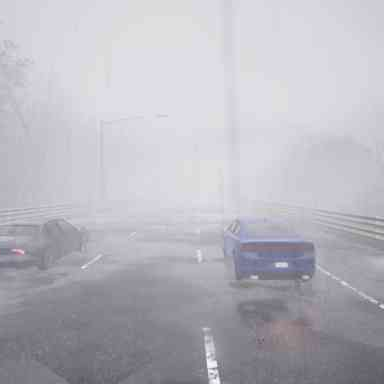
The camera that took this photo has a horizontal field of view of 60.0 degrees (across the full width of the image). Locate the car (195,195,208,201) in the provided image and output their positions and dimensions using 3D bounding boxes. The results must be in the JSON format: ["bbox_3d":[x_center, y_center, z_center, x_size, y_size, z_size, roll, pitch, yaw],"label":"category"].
[{"bbox_3d":[2.397,1.676,85.897,1.895,1.301,4.718,0,0,6],"label":"car"}]

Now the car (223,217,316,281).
[{"bbox_3d":[2.014,1.480,9.904,1.882,1.535,5.008,0,0,0],"label":"car"}]

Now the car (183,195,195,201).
[{"bbox_3d":[-1.132,1.621,85.775,2.033,1.411,5.357,0,0,6],"label":"car"}]

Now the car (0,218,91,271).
[{"bbox_3d":[-4.993,1.551,10.894,2.033,1.411,5.357,0,0,0],"label":"car"}]

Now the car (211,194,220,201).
[{"bbox_3d":[5.953,1.437,86.310,2.097,1.767,4.553,0,0,6],"label":"car"}]
